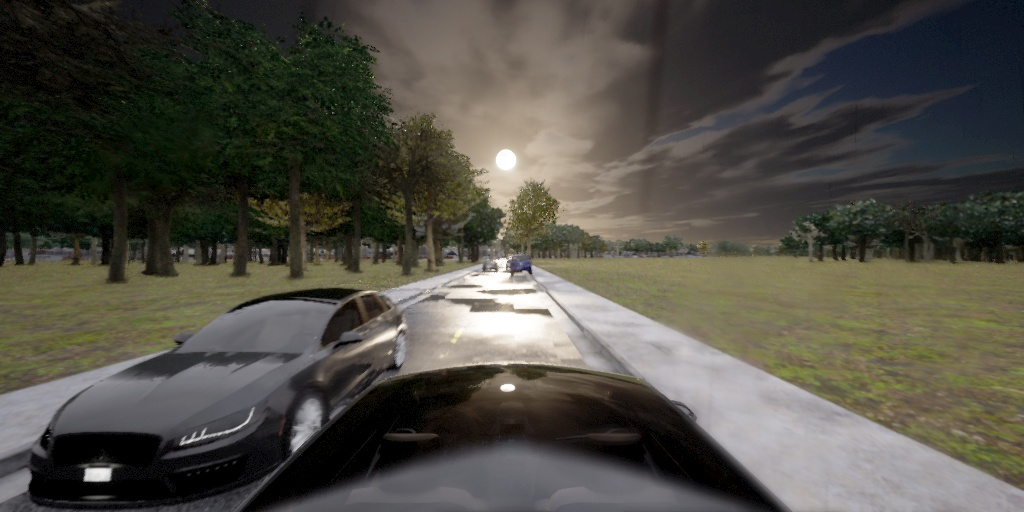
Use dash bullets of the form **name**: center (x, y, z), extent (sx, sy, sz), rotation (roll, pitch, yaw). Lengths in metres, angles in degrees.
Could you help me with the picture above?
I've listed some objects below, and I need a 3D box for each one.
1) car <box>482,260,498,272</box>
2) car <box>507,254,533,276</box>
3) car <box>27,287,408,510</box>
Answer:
- **car**: center (-2.829, 1.234, 46.728), extent (2.128, 1.511, 4.902), rotation (0, 0, 0)
- **car**: center (0.873, 0.892, 36.672), extent (2.150, 2.045, 5.566), rotation (-5, 0, 0)
- **car**: center (-2.850, 1.254, 4.897), extent (1.837, 1.490, 4.892), rotation (0, 0, 0)
